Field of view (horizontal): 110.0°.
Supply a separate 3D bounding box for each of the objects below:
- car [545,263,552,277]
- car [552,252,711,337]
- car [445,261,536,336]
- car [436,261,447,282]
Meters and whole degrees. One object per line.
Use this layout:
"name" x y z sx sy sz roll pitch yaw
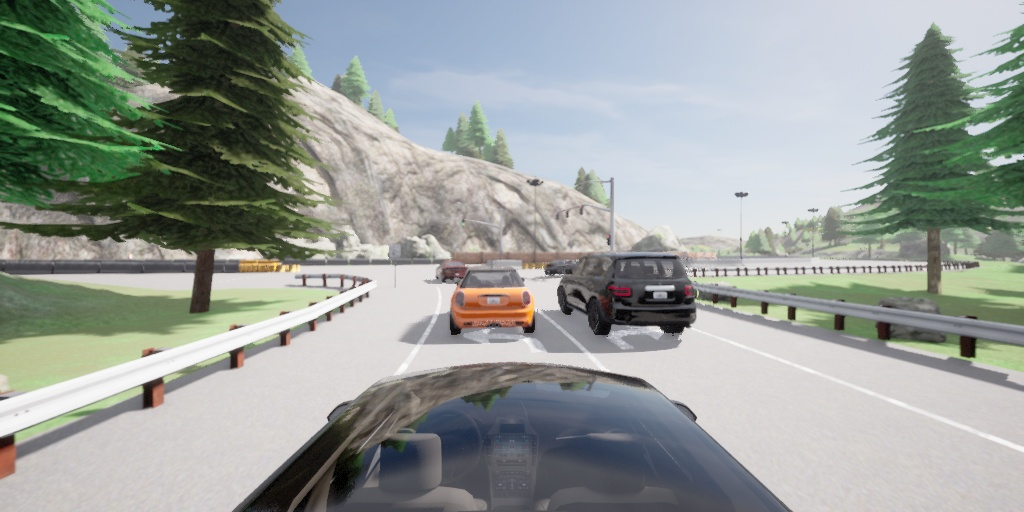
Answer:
"car" 5.163 1.083 31.732 4.892 1.490 1.837 0 -3 -33
"car" 2.906 0.920 10.352 2.150 2.045 5.566 0 0 -6
"car" -0.654 1.052 10.470 2.097 1.767 4.553 0 0 -6
"car" -4.583 1.091 27.080 1.882 1.535 5.008 0 1 -19
